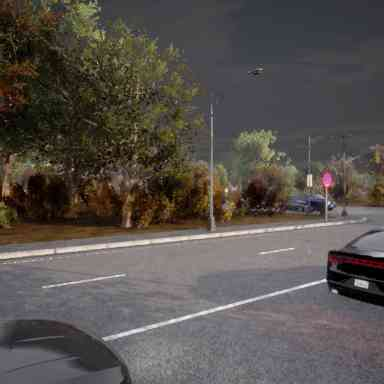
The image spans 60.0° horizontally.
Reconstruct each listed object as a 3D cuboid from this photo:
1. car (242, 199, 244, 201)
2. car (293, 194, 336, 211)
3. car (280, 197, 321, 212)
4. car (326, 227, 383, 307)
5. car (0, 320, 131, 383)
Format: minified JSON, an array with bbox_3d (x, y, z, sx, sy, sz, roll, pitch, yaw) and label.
[{"bbox_3d":[7.591,1.522,45.319,1.812,1.442,4.674,0,0,-32],"label":"car"},{"bbox_3d":[14.720,1.221,40.663,2.150,2.045,5.566,0,0,-31],"label":"car"},{"bbox_3d":[12.118,1.564,38.193,1.994,1.385,4.181,0,0,-32],"label":"car"},{"bbox_3d":[5.022,1.478,7.349,5.008,1.535,1.882,0,0,-36],"label":"car"},{"bbox_3d":[-2.697,1.505,1.815,4.892,1.490,1.837,0,0,-36],"label":"car"}]
